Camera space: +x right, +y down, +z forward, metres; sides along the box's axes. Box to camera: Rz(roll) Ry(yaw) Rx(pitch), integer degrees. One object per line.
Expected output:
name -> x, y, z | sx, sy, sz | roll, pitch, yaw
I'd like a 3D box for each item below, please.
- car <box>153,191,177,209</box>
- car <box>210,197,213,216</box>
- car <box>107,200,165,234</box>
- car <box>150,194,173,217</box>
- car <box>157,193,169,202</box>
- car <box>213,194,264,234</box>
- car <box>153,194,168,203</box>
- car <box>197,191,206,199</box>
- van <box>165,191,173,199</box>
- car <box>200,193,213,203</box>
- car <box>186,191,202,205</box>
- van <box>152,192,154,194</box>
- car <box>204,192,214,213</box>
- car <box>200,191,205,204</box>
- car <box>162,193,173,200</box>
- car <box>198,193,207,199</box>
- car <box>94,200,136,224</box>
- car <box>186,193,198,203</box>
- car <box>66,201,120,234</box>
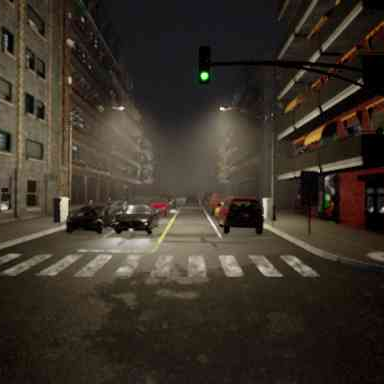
car -> -2.884, 0.993, 38.499 | 2.097, 1.767, 4.553 | 0, 0, 0
car -> 2.553, 1.332, 23.902 | 1.752, 1.417, 4.829 | 1, 1, 0
car -> -2.870, 1.381, 18.333 | 2.033, 1.411, 5.357 | 0, 1, 0
car -> -2.880, 1.211, 28.202 | 1.882, 1.535, 5.008 | 0, 1, 0
car -> -5.385, 0.994, 62.439 | 1.752, 1.417, 4.829 | 1, 0, 0
car -> 2.566, 1.181, 18.170 | 2.192, 1.841, 5.009 | 1, 1, 0
car -> -5.378, 1.050, 57.047 | 2.008, 1.369, 4.403 | 1, 0, 0
car -> 2.466, 0.718, 84.909 | 2.192, 1.841, 5.009 | 1, 0, 0
van -> -5.406, 0.727, 79.301 | 1.690, 1.788, 3.998 | 1, 0, 0
car -> 2.504, 0.983, 57.093 | 1.967, 1.590, 4.097 | 1, 0, 0
car -> 0.043, 1.064, 47.909 | 1.882, 1.535, 5.008 | 0, 0, 0
van -> -5.364, 0.872, 51.480 | 1.690, 1.788, 3.998 | 1, 0, 0
car -> 2.549, 1.068, 29.294 | 2.192, 1.841, 5.009 | 1, 0, 0
car -> 2.515, 0.890, 51.528 | 2.192, 1.841, 5.009 | 1, 0, 0
car -> -5.402, 0.963, 73.738 | 2.008, 1.369, 4.403 | 1, 0, 0
car -> 2.469, 0.996, 79.345 | 1.947, 1.339, 4.313 | 1, 0, 0
car -> -5.327, 1.330, 23.676 | 1.947, 1.339, 4.313 | 2, 1, 0
car -> -0.006, 1.000, 58.348 | 1.882, 1.535, 5.008 | 0, 0, 0
car -> -5.320, 1.388, 18.116 | 1.947, 1.339, 4.313 | 2, 1, 0
